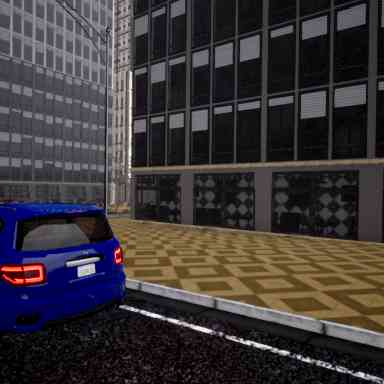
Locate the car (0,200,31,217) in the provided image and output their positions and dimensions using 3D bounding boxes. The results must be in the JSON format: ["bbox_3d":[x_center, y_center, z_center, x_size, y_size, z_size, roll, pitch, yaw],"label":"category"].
[{"bbox_3d":[-18.860,1.616,32.917,1.837,1.490,4.892,1,0,36],"label":"car"}]

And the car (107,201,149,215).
[{"bbox_3d":[-7.364,1.830,38.752,1.752,1.417,4.829,1,0,36],"label":"car"}]

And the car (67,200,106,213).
[{"bbox_3d":[-12.948,1.762,40.937,1.994,1.385,4.181,1,0,36],"label":"car"}]

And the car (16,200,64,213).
[{"bbox_3d":[-17.660,1.643,38.916,1.752,1.417,4.829,1,0,36],"label":"car"}]

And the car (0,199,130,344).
[{"bbox_3d":[-3.716,1.218,6.333,5.566,2.045,2.150,0,0,35],"label":"car"}]

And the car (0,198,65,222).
[{"bbox_3d":[-14.162,1.519,29.541,2.192,1.841,5.009,1,0,36],"label":"car"}]
